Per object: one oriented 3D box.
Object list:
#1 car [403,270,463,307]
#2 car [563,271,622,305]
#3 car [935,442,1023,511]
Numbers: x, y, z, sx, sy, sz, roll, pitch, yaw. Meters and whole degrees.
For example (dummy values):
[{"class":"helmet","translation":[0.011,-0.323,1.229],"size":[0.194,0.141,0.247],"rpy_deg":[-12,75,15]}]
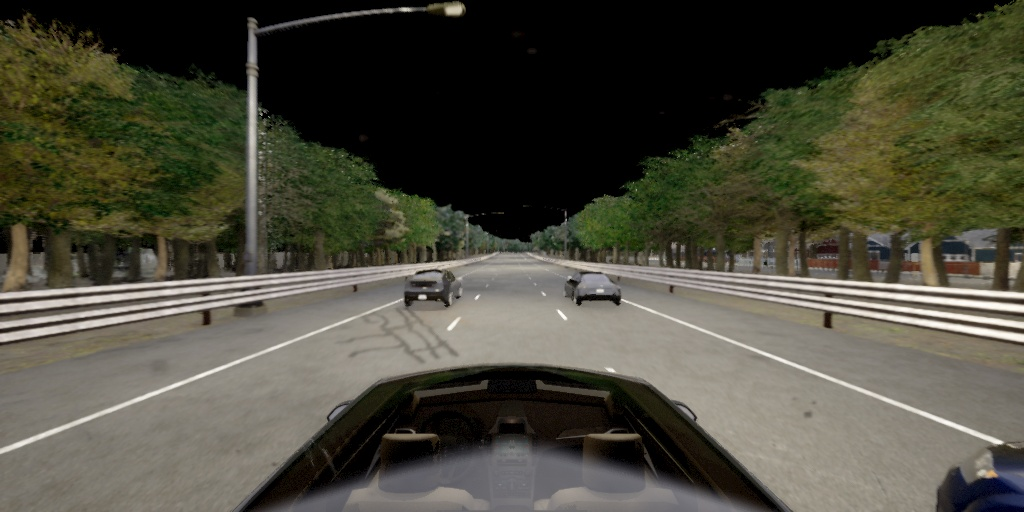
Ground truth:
[{"class":"car","translation":[-3.401,1.335,16.054],"size":[1.837,1.490,4.892],"rpy_deg":[0,0,0]},{"class":"car","translation":[3.598,1.397,16.642],"size":[1.994,1.385,4.181],"rpy_deg":[0,0,0]},{"class":"car","translation":[3.598,1.305,0.418],"size":[1.994,1.385,4.181],"rpy_deg":[0,0,0]}]
